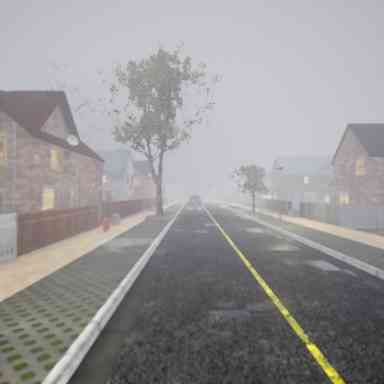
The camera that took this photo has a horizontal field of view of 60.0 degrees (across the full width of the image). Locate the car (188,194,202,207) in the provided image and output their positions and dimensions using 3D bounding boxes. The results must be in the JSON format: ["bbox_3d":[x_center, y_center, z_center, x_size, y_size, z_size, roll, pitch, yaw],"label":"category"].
[{"bbox_3d":[0.496,1.403,55.397,2.150,2.045,5.566,0,0,0],"label":"car"}]
